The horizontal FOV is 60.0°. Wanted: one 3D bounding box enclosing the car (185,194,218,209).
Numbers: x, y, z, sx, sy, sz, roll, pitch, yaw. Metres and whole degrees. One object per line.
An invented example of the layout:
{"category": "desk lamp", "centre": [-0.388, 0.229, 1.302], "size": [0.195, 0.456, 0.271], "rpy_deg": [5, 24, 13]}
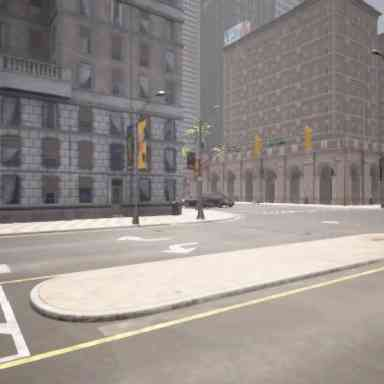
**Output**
{"category": "car", "centre": [0.987, 1.474, 45.887], "size": [1.882, 1.535, 5.008], "rpy_deg": [0, 0, -34]}

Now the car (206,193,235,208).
{"category": "car", "centre": [3.730, 1.215, 48.046], "size": [2.150, 2.045, 5.566], "rpy_deg": [0, 0, -34]}
